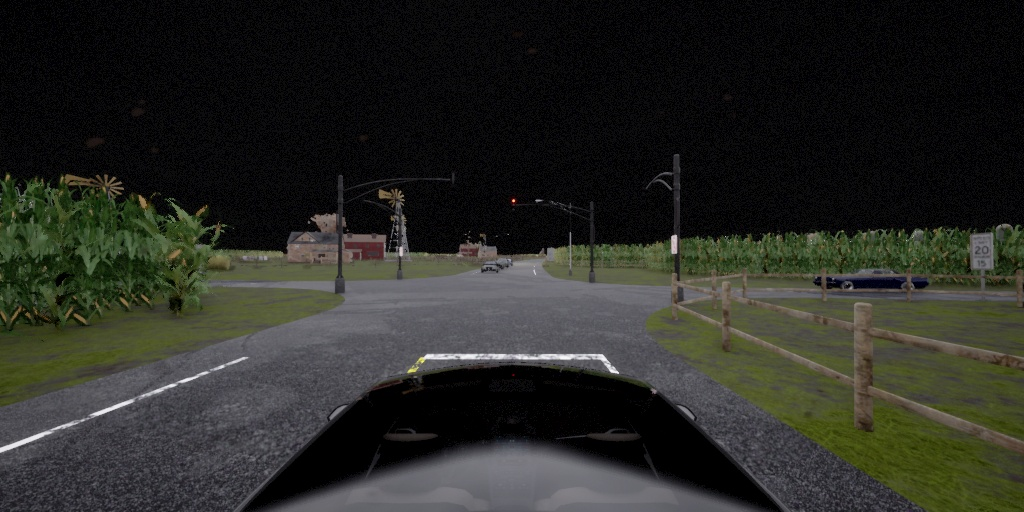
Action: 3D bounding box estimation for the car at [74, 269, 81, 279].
[{"bbox_3d":[-33.987,1.293,27.011,4.718,1.301,1.895,0,-1,9],"label":"car"}]

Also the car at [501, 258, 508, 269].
[{"bbox_3d":[-2.130,1.341,52.503,1.895,1.301,4.718,0,0,3],"label":"car"}]

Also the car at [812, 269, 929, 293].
[{"bbox_3d":[20.394,1.401,20.634,4.718,1.301,1.895,0,-1,9],"label":"car"}]

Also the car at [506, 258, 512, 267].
[{"bbox_3d":[-1.575,1.085,61.369,2.097,1.767,4.553,0,0,4],"label":"car"}]

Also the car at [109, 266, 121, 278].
[{"bbox_3d":[-31.099,1.297,29.510,4.181,1.385,1.994,0,-1,10],"label":"car"}]

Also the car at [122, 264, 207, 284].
[{"bbox_3d":[-24.174,1.195,25.354,4.902,1.511,2.128,0,-1,10],"label":"car"}]

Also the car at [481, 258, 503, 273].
[{"bbox_3d":[-2.574,1.309,43.750,1.994,1.385,4.181,0,0,3],"label":"car"}]
